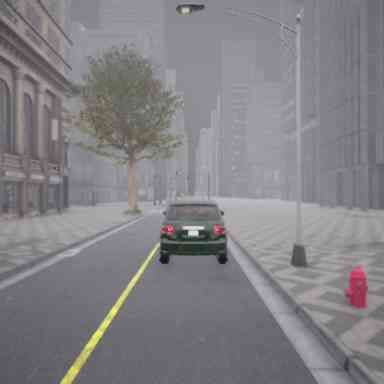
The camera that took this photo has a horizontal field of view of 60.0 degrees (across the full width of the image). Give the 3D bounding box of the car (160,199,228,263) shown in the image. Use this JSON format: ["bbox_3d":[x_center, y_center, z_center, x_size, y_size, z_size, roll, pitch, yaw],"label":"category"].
[{"bbox_3d":[0.064,1.300,12.431,2.150,2.045,5.566,0,0,0],"label":"car"}]

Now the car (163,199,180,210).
[{"bbox_3d":[-3.067,1.838,50.754,2.128,1.511,4.902,0,-1,0],"label":"car"}]

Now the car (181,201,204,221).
[{"bbox_3d":[0.079,1.667,30.083,1.882,1.535,5.008,0,0,0],"label":"car"}]
